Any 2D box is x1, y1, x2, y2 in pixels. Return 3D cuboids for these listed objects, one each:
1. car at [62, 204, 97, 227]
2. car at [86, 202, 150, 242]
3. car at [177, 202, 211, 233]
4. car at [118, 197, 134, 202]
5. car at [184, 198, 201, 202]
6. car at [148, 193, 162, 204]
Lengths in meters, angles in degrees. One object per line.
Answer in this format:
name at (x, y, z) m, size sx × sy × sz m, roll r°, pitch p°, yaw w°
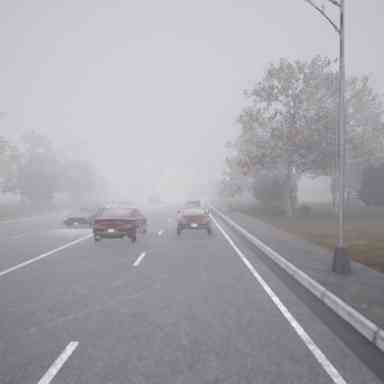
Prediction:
car at (-7.098, 1.546, 22.968) m, size 2.033 × 1.411 × 5.357 m, roll 0°, pitch 0°, yaw 0°
car at (-3.410, 1.477, 16.501) m, size 1.882 × 1.535 × 5.008 m, roll 0°, pitch 0°, yaw 0°
car at (0.105, 1.525, 19.380) m, size 1.812 × 1.442 × 4.674 m, roll 0°, pitch 0°, yaw 0°
car at (-10.560, 1.561, 53.465) m, size 1.994 × 1.385 × 4.181 m, roll 0°, pitch 0°, yaw 0°
car at (0.104, 1.489, 40.518) m, size 2.128 × 1.511 × 4.902 m, roll 0°, pitch 0°, yaw 0°
car at (-6.988, 1.226, 63.300) m, size 2.150 × 2.045 × 5.566 m, roll 0°, pitch 0°, yaw 1°
